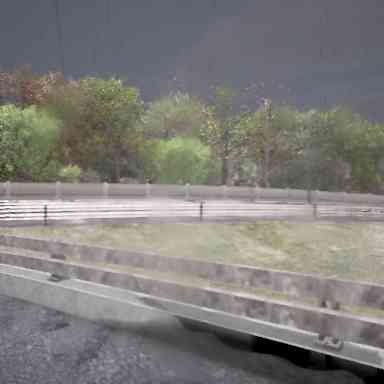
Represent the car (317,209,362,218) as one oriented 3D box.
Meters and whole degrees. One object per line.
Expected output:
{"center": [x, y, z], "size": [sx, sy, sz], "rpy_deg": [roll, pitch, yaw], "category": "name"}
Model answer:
{"center": [15.816, 2.114, 35.855], "size": [4.718, 1.301, 1.895], "rpy_deg": [3, -1, -20], "category": "car"}
